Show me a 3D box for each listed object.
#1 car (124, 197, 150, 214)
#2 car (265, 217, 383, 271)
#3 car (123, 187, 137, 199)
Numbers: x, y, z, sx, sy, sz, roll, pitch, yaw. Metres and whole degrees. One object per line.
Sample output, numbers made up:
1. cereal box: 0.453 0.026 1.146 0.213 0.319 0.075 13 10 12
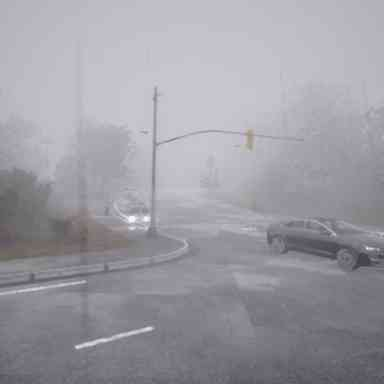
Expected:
1. car: -5.782 1.590 35.256 1.895 1.301 4.718 1 1 -18
2. car: 4.753 1.669 11.871 2.128 1.511 4.902 1 -1 -30
3. car: -11.040 0.158 59.110 2.150 2.045 5.566 1 3 -7
